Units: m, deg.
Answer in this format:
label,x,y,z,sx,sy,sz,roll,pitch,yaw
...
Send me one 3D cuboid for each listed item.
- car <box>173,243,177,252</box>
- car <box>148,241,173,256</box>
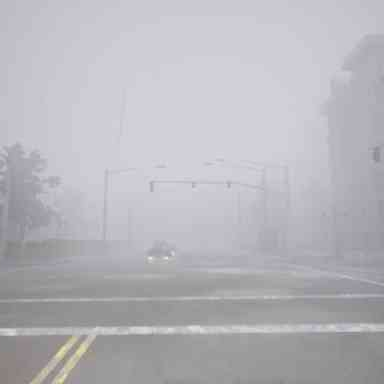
label,x,y,z,sx,sy,sz,roll,pitch,yaw
car,-3.459,8.758,52.408,1.994,1.385,4.181,0,-9,1
car,-3.520,6.093,36.368,2.097,1.767,4.553,0,-9,0
